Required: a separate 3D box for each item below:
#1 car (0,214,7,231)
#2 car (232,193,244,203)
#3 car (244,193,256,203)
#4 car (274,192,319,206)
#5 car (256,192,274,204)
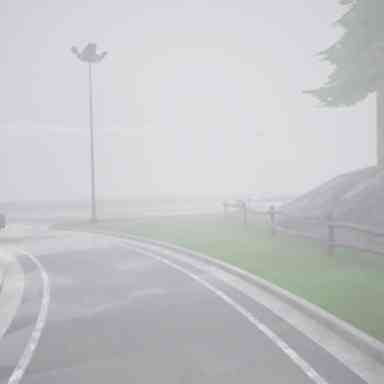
[{"bbox_3d":[-13.293,1.664,19.616,5.008,1.535,1.882,-1,0,21],"label":"car"},{"bbox_3d":[8.638,0.896,52.623,4.902,1.511,2.128,-2,0,-27],"label":"car"},{"bbox_3d":[10.585,0.731,49.690,4.553,1.767,2.097,-1,0,-27],"label":"car"},{"bbox_3d":[13.681,0.836,43.419,4.902,1.511,2.128,-2,1,-27],"label":"car"},{"bbox_3d":[11.844,0.848,46.411,5.008,1.535,1.882,-2,0,-27],"label":"car"}]
